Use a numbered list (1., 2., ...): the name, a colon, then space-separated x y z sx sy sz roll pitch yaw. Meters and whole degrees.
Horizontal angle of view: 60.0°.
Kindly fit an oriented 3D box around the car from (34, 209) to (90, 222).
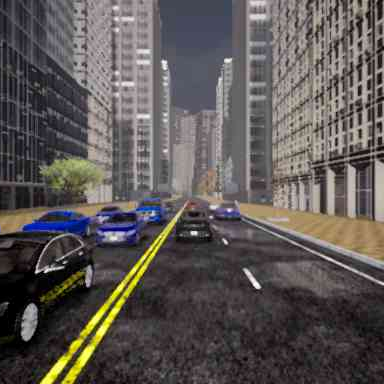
1. car: -6.518 1.669 16.521 1.882 1.535 5.008 0 -1 0

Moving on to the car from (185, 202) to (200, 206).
1. car: 0.094 2.032 44.686 1.812 1.442 4.674 0 -1 0

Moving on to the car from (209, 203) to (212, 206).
1. car: 3.350 2.122 46.078 1.895 1.301 4.718 0 -1 0

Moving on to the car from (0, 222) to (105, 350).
1. car: -3.333 1.582 6.487 1.837 1.490 4.892 0 -1 0

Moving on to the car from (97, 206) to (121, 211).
1. car: -6.499 1.834 26.790 1.812 1.442 4.674 0 -1 0

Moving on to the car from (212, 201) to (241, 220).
1. car: 3.353 1.718 31.915 2.097 1.767 4.553 0 -1 0

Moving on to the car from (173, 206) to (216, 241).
1. car: 0.103 1.713 18.043 1.837 1.490 4.892 0 -1 0

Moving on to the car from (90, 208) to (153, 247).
1. car: -3.273 1.715 16.308 1.812 1.442 4.674 0 -1 0

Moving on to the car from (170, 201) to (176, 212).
1. car: -3.248 2.050 45.585 1.837 1.490 4.892 0 -1 0

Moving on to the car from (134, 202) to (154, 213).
1. car: -6.498 2.077 45.610 2.033 1.411 5.357 0 -1 0

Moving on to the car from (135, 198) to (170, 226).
1. car: -3.249 1.529 26.763 2.150 2.045 5.566 0 -1 0
